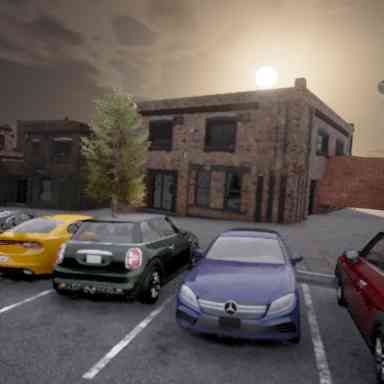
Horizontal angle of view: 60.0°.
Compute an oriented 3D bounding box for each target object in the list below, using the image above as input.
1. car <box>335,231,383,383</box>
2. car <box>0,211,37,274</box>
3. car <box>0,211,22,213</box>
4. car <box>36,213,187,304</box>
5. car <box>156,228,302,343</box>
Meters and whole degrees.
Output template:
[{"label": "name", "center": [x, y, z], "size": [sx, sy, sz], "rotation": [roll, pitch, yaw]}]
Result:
[{"label": "car", "center": [3.497, 1.346, 4.922], "size": [2.185, 1.767, 4.553], "rotation": [0, -1, 16]}, {"label": "car", "center": [-3.671, 1.421, 10.041], "size": [2.097, 1.535, 5.008], "rotation": [0, -1, 15]}, {"label": "car", "center": [-6.070, 1.412, 11.737], "size": [2.231, 1.521, 4.892], "rotation": [0, -1, 15]}, {"label": "car", "center": [-1.284, 1.308, 8.321], "size": [2.185, 1.767, 4.553], "rotation": [0, -1, 15]}, {"label": "car", "center": [1.125, 1.490, 6.650], "size": [2.002, 1.452, 4.674], "rotation": [1, 0, 15]}]
